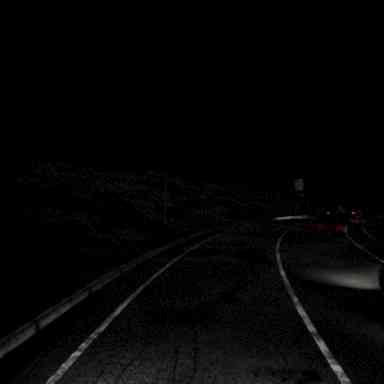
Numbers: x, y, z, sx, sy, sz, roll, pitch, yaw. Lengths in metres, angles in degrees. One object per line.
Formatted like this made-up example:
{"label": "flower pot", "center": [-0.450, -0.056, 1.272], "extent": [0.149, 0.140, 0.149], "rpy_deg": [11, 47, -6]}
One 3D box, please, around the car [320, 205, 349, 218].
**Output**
{"label": "car", "center": [18.589, 2.478, 43.147], "extent": [1.882, 1.535, 5.008], "rpy_deg": [-3, -3, 42]}

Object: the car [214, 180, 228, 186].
{"label": "car", "center": [4.438, -1.486, 63.740], "extent": [2.002, 1.452, 4.674], "rpy_deg": [-2, -5, 36]}

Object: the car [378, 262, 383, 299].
{"label": "car", "center": [4.814, 1.617, 5.384], "extent": [1.812, 1.442, 4.674], "rpy_deg": [1, 0, 7]}

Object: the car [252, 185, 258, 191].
{"label": "car", "center": [13.604, -0.663, 77.637], "extent": [2.435, 2.045, 5.566], "rpy_deg": [-1, -5, 32]}

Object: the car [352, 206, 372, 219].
{"label": "car", "center": [19.650, 2.386, 39.120], "extent": [1.994, 1.385, 4.181], "rpy_deg": [-3, -3, 43]}

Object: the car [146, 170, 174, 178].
{"label": "car", "center": [-5.649, -2.556, 50.386], "extent": [2.097, 1.535, 5.008], "rpy_deg": [-2, -5, 39]}

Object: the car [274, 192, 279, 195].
{"label": "car", "center": [21.812, 0.952, 91.965], "extent": [2.002, 1.452, 4.674], "rpy_deg": [-1, -5, 28]}

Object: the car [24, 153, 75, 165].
{"label": "car", "center": [-16.472, -3.518, 37.817], "extent": [2.231, 1.521, 4.892], "rpy_deg": [-2, -5, 42]}

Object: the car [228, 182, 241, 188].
{"label": "car", "center": [7.515, -1.184, 68.194], "extent": [2.231, 1.521, 4.892], "rpy_deg": [-2, -4, 35]}

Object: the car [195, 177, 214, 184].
{"label": "car", "center": [1.209, -1.838, 59.277], "extent": [2.163, 1.488, 4.792], "rpy_deg": [-2, -5, 37]}

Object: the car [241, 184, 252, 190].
{"label": "car", "center": [10.610, -0.935, 72.899], "extent": [2.185, 1.767, 4.553], "rpy_deg": [-1, -5, 33]}

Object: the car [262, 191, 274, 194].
{"label": "car", "center": [19.160, 0.486, 87.120], "extent": [2.002, 1.452, 4.674], "rpy_deg": [-1, -5, 30]}

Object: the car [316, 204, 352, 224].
{"label": "car", "center": [12.673, 1.859, 29.870], "extent": [2.097, 1.767, 4.553], "rpy_deg": [-1, -2, 33]}

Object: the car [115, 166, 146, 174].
{"label": "car", "center": [-9.177, -2.850, 46.113], "extent": [2.002, 1.452, 4.674], "rpy_deg": [-2, -5, 41]}

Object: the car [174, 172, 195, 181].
{"label": "car", "center": [-2.227, -2.345, 54.719], "extent": [2.185, 1.767, 4.553], "rpy_deg": [-2, -5, 38]}

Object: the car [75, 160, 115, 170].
{"label": "car", "center": [-12.794, -3.215, 41.922], "extent": [2.231, 1.521, 4.892], "rpy_deg": [-2, -5, 42]}
